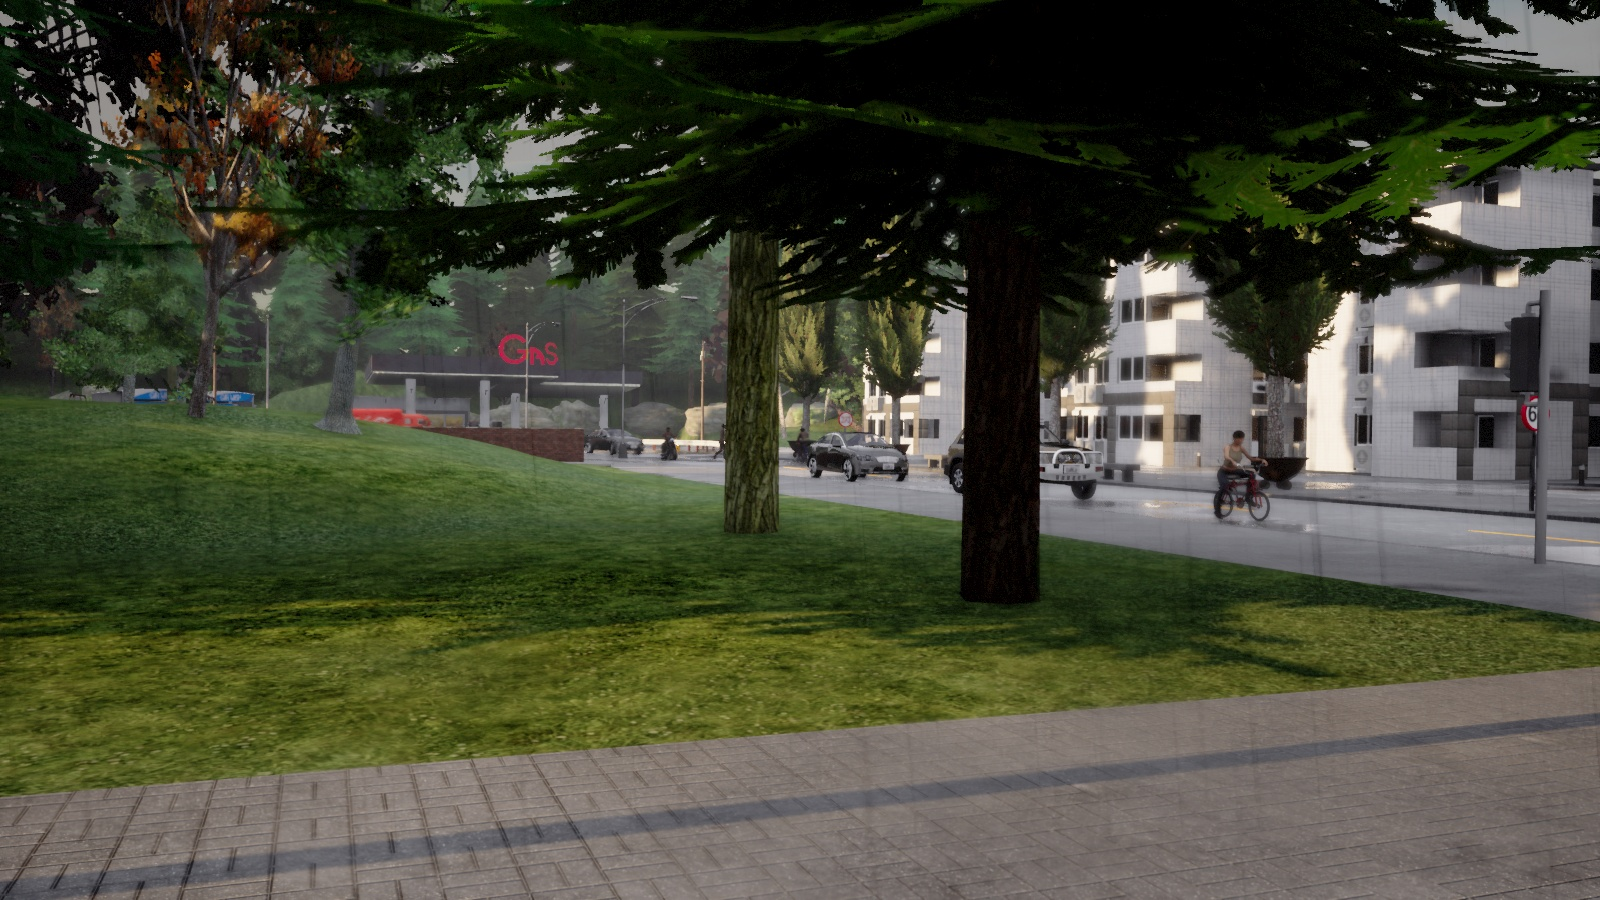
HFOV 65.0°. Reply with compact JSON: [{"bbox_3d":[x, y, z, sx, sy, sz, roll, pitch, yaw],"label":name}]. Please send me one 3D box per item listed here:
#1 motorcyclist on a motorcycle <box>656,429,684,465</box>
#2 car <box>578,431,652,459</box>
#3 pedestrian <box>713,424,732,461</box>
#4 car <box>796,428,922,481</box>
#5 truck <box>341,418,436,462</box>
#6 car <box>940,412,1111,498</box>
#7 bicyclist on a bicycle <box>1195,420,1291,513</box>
[{"bbox_3d":[-6.253,-0.165,60.305,0.766,1.649,2.350,-1,1,-21],"label":"motorcyclist on a motorcycle"},{"bbox_3d":[-10.508,-0.286,70.969,2.128,1.511,4.902,-1,1,-35],"label":"car"},{"bbox_3d":[-3.747,-0.357,60.792,0.869,1.805,0.328,-1,1,-15],"label":"pedestrian"},{"bbox_3d":[1.742,0.098,39.186,2.128,1.511,4.902,-1,1,-21],"label":"car"},{"bbox_3d":[-24.243,-0.630,73.936,5.204,2.467,2.627,-1,1,-21],"label":"truck"},{"bbox_3d":[5.250,0.071,29.922,1.932,1.855,4.605,-1,1,-21],"label":"car"},{"bbox_3d":[8.000,0.278,22.736,0.866,1.612,1.509,-1,1,-20],"label":"bicyclist on a bicycle"}]
